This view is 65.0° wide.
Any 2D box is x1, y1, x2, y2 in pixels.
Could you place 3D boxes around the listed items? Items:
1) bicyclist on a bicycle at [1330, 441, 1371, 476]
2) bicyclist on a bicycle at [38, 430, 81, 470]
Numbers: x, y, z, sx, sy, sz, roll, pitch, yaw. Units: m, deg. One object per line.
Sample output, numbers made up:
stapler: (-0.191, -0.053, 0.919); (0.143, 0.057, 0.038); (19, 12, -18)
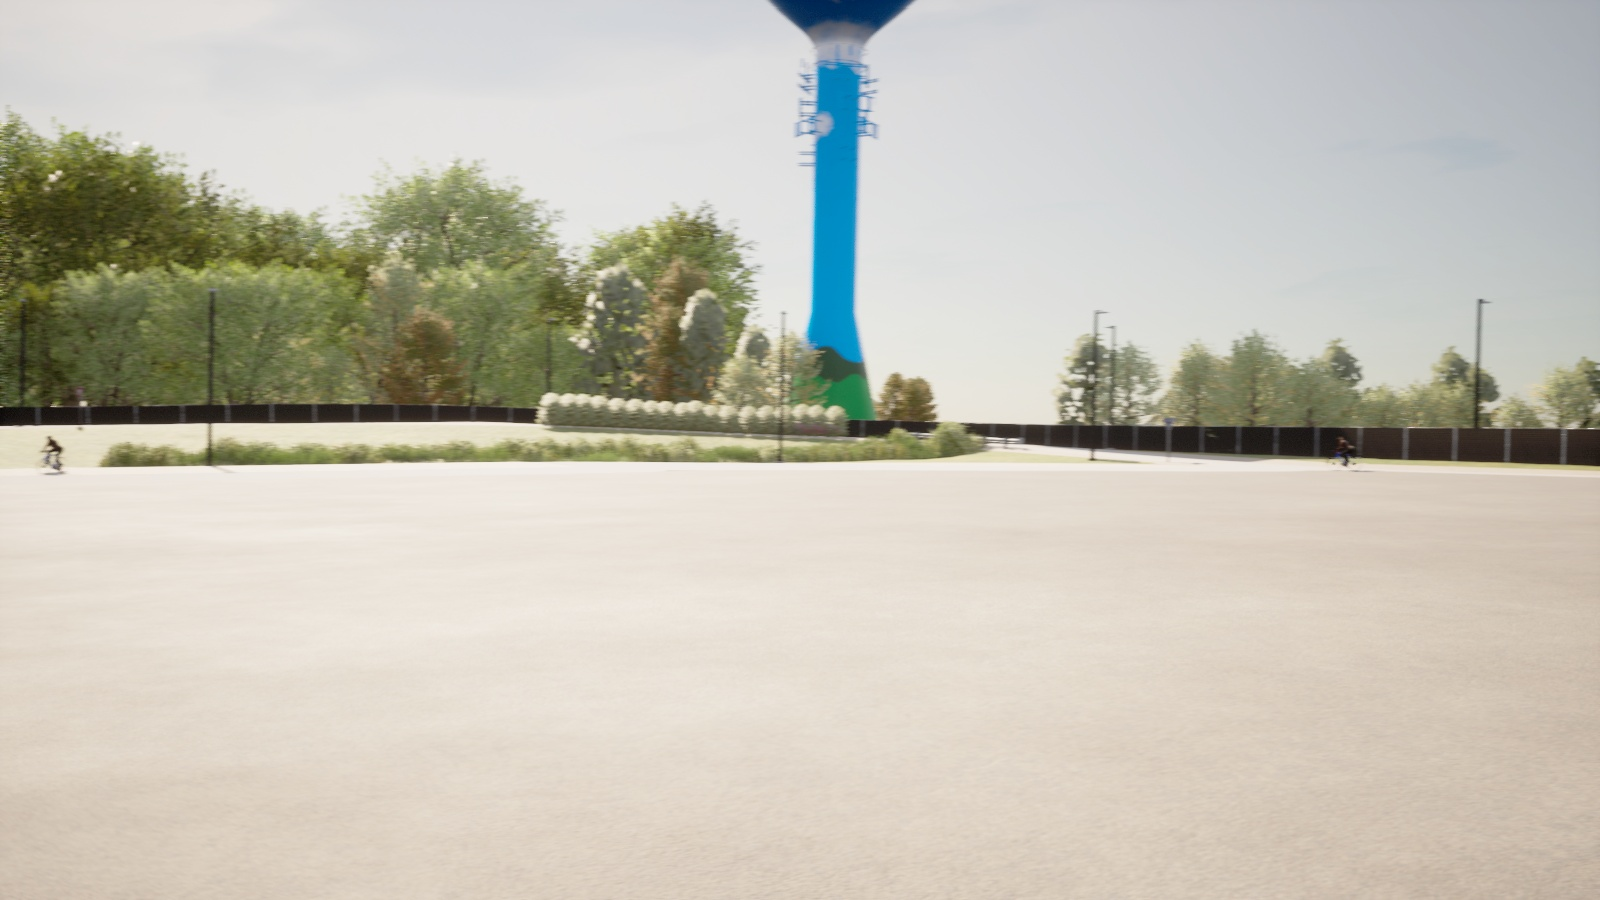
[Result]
bicyclist on a bicycle: (25.910, 0.406, 59.156); (0.582, 1.620, 1.656); (-1, 1, -42)
bicyclist on a bicycle: (-30.947, -0.012, 52.519); (0.582, 1.620, 1.656); (2, 2, 12)
